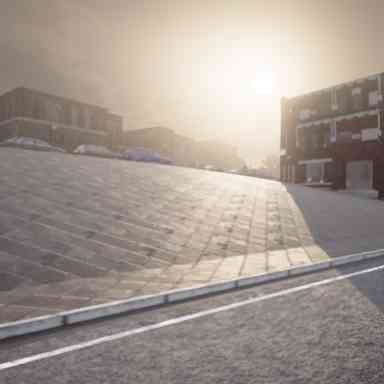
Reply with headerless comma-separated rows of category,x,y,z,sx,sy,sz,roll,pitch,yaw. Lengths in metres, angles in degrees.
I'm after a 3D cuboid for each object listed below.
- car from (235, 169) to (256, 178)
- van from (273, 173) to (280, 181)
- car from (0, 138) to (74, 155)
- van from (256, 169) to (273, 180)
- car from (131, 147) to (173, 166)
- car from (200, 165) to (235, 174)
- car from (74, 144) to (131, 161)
car,6.461,-2.346,46.421,2.002,1.452,4.674,1,-2,40
van,13.433,-2.067,55.198,1.878,1.987,4.442,1,-2,38
car,-12.269,-3.354,25.874,4.892,1.521,2.231,2,-1,-44
van,10.049,-2.347,50.822,1.878,1.987,4.442,1,-2,39
car,-4.429,-3.280,33.940,2.435,2.045,5.566,0,-1,44
car,2.900,-2.582,42.181,2.002,1.452,4.674,0,-2,41
car,-8.303,-3.328,29.881,2.185,1.767,4.553,0,-1,45
